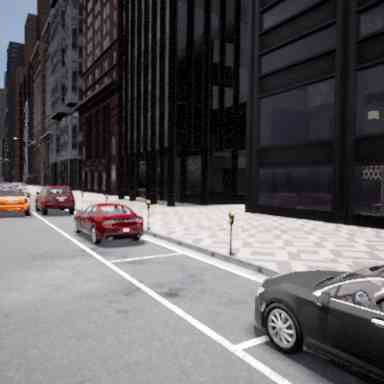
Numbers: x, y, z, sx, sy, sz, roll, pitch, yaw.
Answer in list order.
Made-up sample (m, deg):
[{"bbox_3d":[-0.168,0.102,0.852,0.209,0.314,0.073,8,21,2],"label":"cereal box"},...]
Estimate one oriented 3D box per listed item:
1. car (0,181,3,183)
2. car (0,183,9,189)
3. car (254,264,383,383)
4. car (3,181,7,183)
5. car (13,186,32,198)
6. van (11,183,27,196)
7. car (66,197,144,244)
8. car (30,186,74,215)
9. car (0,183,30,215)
[{"bbox_3d":[-36.290,-0.894,65.742,2.008,1.369,4.403,-1,2,-32],"label":"car"},{"bbox_3d":[-45.255,-1.417,80.069,1.947,1.339,4.313,-1,2,-32],"label":"car"},{"bbox_3d":[2.561,1.465,3.663,2.008,1.369,4.403,-1,2,-32],"label":"car"},{"bbox_3d":[-30.312,-0.645,56.188,1.967,1.590,4.097,-1,2,-32],"label":"car"},{"bbox_3d":[-21.437,-0.027,42.008,1.752,1.417,4.829,-1,2,-32],"label":"car"},{"bbox_3d":[-24.333,-0.385,46.633,1.690,1.788,3.998,-1,2,-32],"label":"van"},{"bbox_3d":[-3.416,1.090,13.213,1.887,1.381,4.507,-1,2,-32],"label":"car"},{"bbox_3d":[-9.390,0.494,22.756,2.192,1.841,5.009,-1,2,-32],"label":"car"},{"bbox_3d":[-11.963,0.528,21.794,2.097,1.767,4.553,0,2,-32],"label":"car"}]
